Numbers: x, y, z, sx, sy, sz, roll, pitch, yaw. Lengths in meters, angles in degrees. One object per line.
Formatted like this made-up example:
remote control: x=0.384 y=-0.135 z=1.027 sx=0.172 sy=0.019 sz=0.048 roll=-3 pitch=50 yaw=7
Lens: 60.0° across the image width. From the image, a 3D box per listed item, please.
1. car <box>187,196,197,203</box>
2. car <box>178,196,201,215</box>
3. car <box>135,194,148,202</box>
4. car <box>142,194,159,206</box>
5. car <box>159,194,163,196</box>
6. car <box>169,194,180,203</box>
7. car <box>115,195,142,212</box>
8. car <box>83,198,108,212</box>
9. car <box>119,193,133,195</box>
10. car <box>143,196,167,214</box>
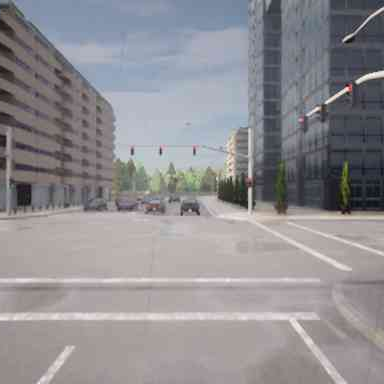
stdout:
car: x=0.001 y=1.533 z=66.734 sx=1.895 sy=1.301 sz=4.718 roll=0 pitch=0 yaw=1
car: x=-0.197 y=1.469 z=33.989 sx=1.837 sy=1.490 sz=4.892 roll=0 pitch=0 yaw=0
car: x=-10.470 y=1.298 z=69.074 sx=1.882 sy=1.535 sz=5.008 roll=0 pitch=0 yaw=1
car: x=-7.211 y=1.436 z=54.744 sx=2.128 sy=1.511 sz=4.902 roll=0 pitch=0 yaw=1
car: x=-6.949 y=1.200 z=70.687 sx=1.882 sy=1.535 sz=5.008 roll=0 pitch=0 yaw=1
car: x=-3.499 y=1.284 z=66.717 sx=2.097 sy=1.767 sz=4.553 roll=0 pitch=0 yaw=1
car: x=-7.390 y=1.461 z=38.592 sx=1.837 sy=1.490 sz=4.892 roll=0 pitch=1 yaw=0
car: x=-10.890 y=1.466 z=37.841 sx=1.837 sy=1.490 sz=4.892 roll=0 pitch=0 yaw=0
car: x=-10.733 y=1.167 z=53.396 sx=2.150 sy=2.045 sz=5.566 roll=0 pitch=0 yaw=1
car: x=-3.699 y=1.490 z=34.927 sx=1.812 sy=1.442 sz=4.674 roll=0 pitch=0 yaw=0
